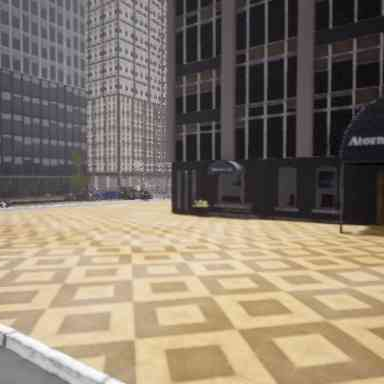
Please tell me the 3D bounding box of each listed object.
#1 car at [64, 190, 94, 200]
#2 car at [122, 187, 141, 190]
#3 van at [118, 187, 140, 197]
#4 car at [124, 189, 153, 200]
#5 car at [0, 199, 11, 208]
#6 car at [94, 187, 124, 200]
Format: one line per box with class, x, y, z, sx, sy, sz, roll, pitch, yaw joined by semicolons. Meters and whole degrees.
car;-18.158;0.368;52.545;1.967;1.590;4.097;1;2;35
car;-9.569;0.151;54.951;2.150;2.045;5.566;2;2;35
van;-11.752;0.040;61.828;1.690;1.788;3.998;1;2;35
car;-8.061;0.587;52.429;1.947;1.339;4.313;1;2;35
car;-20.769;1.030;33.784;2.008;1.369;4.403;1;2;35
car;-13.981;0.399;53.938;1.882;1.535;5.008;2;2;35
